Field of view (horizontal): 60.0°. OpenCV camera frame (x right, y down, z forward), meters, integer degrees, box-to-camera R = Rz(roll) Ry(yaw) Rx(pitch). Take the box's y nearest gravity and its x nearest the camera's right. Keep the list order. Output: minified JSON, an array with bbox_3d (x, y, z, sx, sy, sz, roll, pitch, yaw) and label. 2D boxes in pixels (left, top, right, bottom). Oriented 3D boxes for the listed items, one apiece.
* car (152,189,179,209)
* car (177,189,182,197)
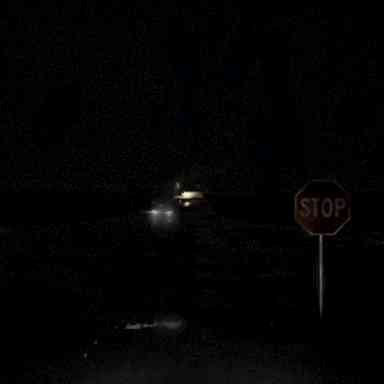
[{"bbox_3d":[-2.689,0.765,32.161,2.033,1.411,5.357,0,2,0],"label":"car"},{"bbox_3d":[-2.643,0.106,56.680,1.895,1.301,4.718,0,2,0],"label":"car"}]
